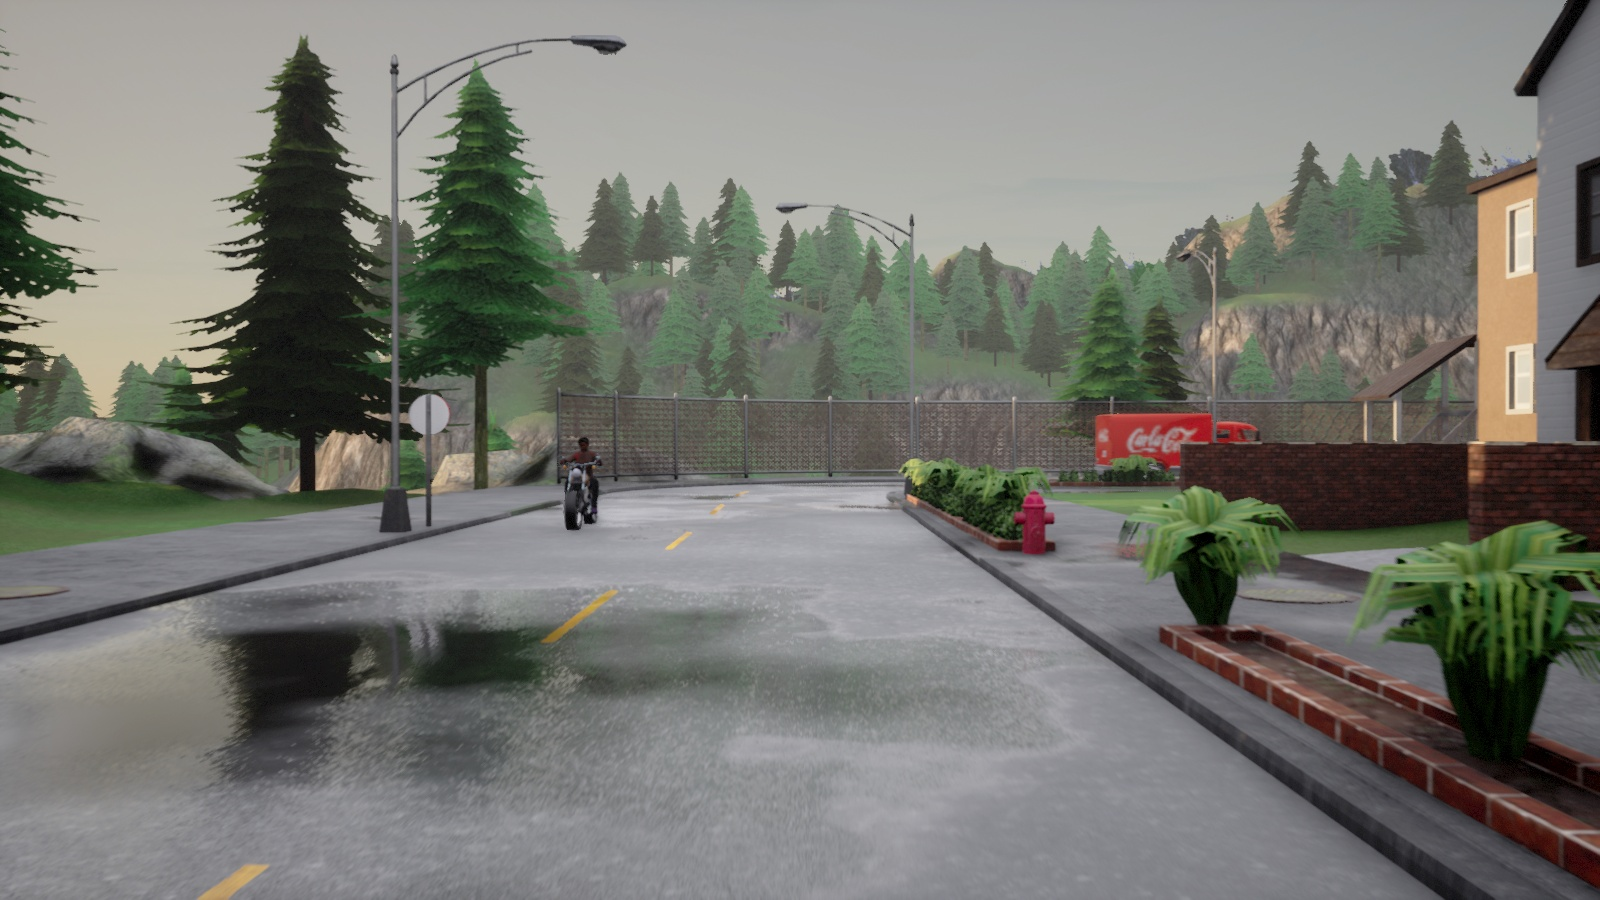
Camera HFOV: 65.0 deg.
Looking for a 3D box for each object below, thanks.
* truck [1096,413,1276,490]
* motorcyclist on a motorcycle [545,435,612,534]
[{"bbox_3d":[12.764,0.034,41.838,5.204,2.467,2.627,0,0,0],"label":"truck"},{"bbox_3d":[-3.860,0.569,22.065,0.766,1.649,2.350,0,0,0],"label":"motorcyclist on a motorcycle"}]
